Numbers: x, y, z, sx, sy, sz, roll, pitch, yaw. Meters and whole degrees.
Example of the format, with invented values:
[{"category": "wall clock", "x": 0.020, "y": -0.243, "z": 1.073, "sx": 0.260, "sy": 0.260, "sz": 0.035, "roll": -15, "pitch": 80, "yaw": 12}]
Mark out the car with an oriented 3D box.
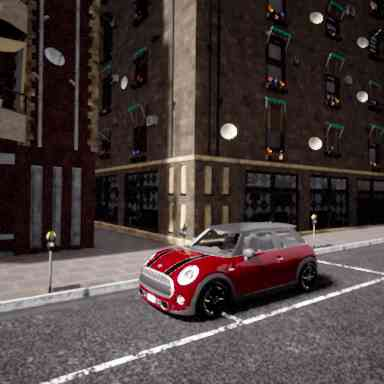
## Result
[{"category": "car", "x": 0.875, "y": 1.440, "z": 7.314, "sx": 4.097, "sy": 1.590, "sz": 1.967, "roll": 0, "pitch": 1, "yaw": -35}]
